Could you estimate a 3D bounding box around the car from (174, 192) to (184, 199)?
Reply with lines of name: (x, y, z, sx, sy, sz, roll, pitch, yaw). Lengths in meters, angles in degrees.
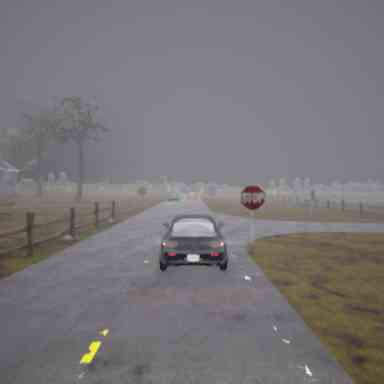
car: (-2.742, 0.769, 69.243, 1.895, 1.301, 4.718, 0, 1, 0)

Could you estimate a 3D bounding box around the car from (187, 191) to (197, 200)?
car: (0.008, 0.593, 67.355, 2.097, 1.767, 4.553, 0, 1, 0)

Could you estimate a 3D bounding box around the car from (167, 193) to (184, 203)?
car: (-2.814, 0.921, 52.868, 2.033, 1.411, 5.357, 0, 1, 0)

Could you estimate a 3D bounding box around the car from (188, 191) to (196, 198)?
car: (0.009, 0.499, 77.322, 1.882, 1.535, 5.008, 0, 0, 0)

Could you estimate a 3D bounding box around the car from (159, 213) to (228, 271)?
car: (0.051, 1.384, 10.264, 1.812, 1.442, 4.674, 0, 1, 0)
